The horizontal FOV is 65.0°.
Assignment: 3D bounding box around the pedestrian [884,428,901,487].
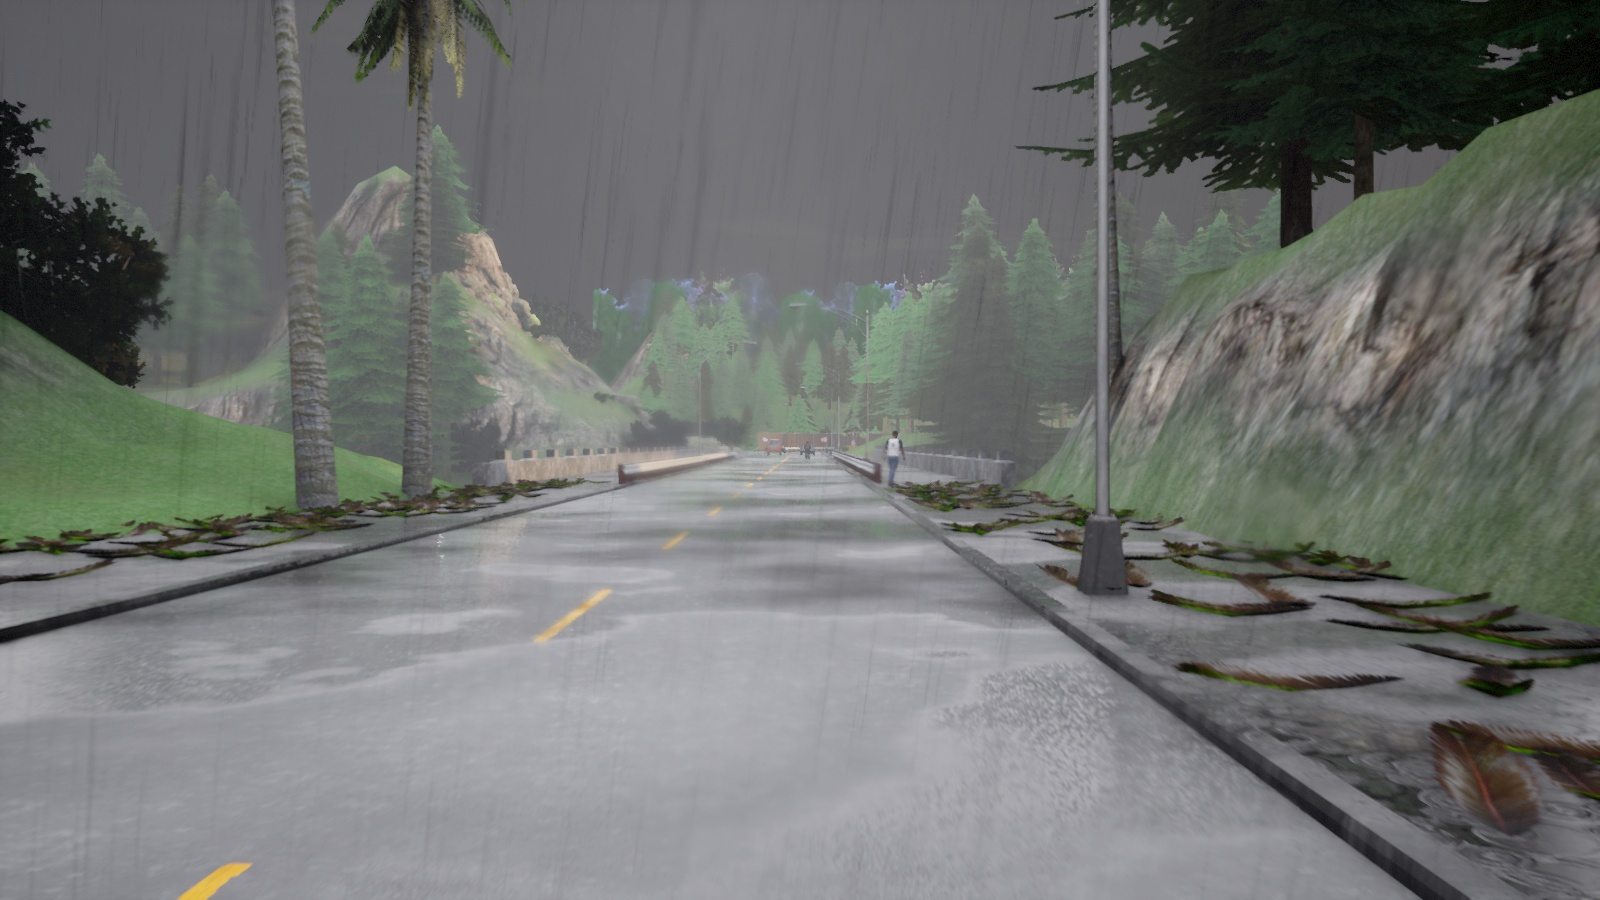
[{"bbox_3d":[2.933,0.235,39.650,0.354,1.836,0.706,0,0,19],"label":"pedestrian"}]
